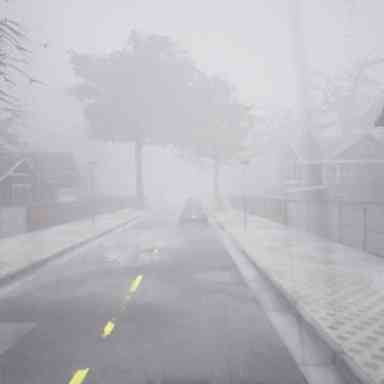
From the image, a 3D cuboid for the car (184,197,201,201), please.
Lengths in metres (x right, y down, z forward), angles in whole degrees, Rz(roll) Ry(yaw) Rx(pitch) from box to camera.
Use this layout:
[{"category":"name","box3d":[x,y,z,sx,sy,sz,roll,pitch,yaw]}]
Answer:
[{"category":"car","box3d":[0.115,1.361,42.004,2.097,1.767,4.553,0,0,0]}]

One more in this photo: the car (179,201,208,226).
[{"category":"car","box3d":[0.109,1.571,23.762,1.994,1.385,4.181,0,0,0]}]
